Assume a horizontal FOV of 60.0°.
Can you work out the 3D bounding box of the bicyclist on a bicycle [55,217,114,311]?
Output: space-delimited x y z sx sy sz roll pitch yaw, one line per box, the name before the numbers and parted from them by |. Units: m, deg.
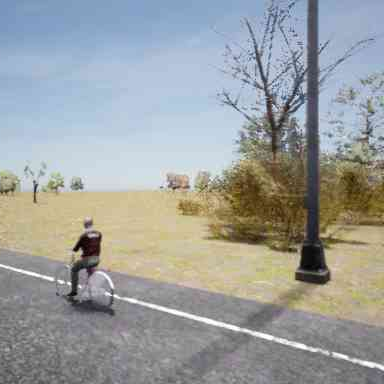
bicyclist on a bicycle | -2.200 1.380 6.629 1.843 1.776 0.659 0 0 36
